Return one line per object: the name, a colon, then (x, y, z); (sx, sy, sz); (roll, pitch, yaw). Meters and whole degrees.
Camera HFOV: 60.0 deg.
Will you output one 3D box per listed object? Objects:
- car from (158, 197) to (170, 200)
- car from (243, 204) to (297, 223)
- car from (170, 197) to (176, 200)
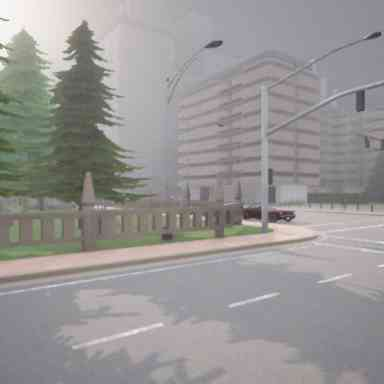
car: (-6.406, 1.572, 55.566); (2.033, 1.411, 5.357); (0, 0, -35)
car: (5.787, 1.619, 26.035); (1.895, 1.301, 4.718); (0, 0, -34)
car: (-4.253, 1.592, 58.598); (1.994, 1.385, 4.181); (0, 0, -35)
